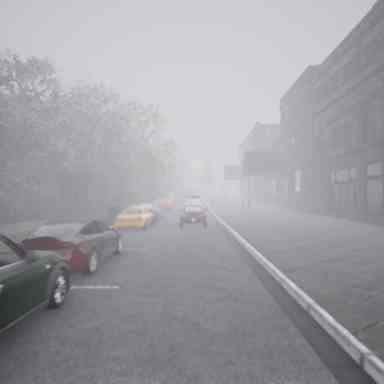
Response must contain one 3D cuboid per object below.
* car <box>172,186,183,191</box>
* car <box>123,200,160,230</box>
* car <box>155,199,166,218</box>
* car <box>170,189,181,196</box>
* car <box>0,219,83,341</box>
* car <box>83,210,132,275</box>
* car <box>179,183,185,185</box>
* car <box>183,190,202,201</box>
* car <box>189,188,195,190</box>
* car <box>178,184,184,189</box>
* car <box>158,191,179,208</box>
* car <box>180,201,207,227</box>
[{"bbox_3d":[-3.669,0.160,69.281,2.185,1.767,4.553,0,3,2],"label":"car"},{"bbox_3d":[-3.649,1.577,22.015,1.946,1.575,5.366,0,0,2],"label":"car"},{"bbox_3d":[-3.657,1.631,28.152,2.002,1.452,4.674,0,0,2],"label":"car"},{"bbox_3d":[-3.646,0.871,58.165,2.231,1.521,4.892,1,3,2],"label":"car"},{"bbox_3d":[-3.654,1.388,5.164,2.185,1.767,4.553,0,0,2],"label":"car"},{"bbox_3d":[-3.665,1.595,10.768,2.163,1.488,4.792,-1,0,2],"label":"car"},{"bbox_3d":[-3.665,-0.991,91.753,1.946,1.575,5.366,0,3,2],"label":"car"},{"bbox_3d":[0.091,1.167,41.685,2.150,2.045,5.566,0,1,0],"label":"car"},{"bbox_3d":[-0.016,-0.098,75.971,1.882,1.535,5.008,0,3,0],"label":"car"},{"bbox_3d":[-3.670,-0.153,74.843,2.185,1.767,4.553,0,3,2],"label":"car"},{"bbox_3d":[-3.642,1.093,52.430,1.946,1.575,5.366,1,2,2],"label":"car"},{"bbox_3d":[0.094,1.634,23.901,1.812,1.442,4.674,0,0,0],"label":"car"}]
